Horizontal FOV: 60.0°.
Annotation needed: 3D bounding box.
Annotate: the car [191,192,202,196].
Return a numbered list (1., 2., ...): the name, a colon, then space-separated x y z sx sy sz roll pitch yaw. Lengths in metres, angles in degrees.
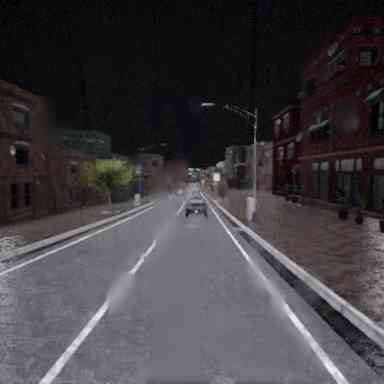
1. car: 0.821 0.733 59.761 2.033 1.411 5.357 0 1 1

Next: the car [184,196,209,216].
1. car: 0.401 1.333 29.168 1.837 1.490 4.892 0 0 1

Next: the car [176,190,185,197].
1. car: -2.478 0.399 71.447 1.812 1.442 4.674 0 1 1
